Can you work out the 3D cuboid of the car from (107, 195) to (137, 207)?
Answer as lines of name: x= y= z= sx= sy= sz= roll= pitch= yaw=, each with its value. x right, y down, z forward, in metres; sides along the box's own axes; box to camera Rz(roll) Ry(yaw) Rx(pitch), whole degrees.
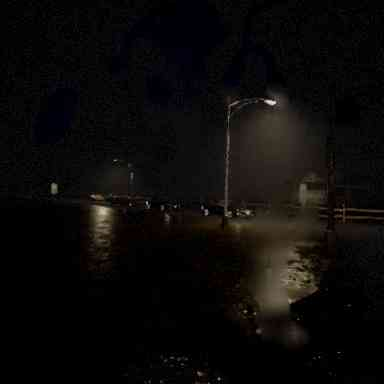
car: x=-8.801 y=1.188 z=42.717 sx=1.895 sy=1.301 sz=4.718 roll=2 pitch=-1 yaw=-35

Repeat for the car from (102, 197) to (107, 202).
car: x=-12.316 y=1.160 z=54.031 sx=2.033 sy=1.411 sz=5.357 roll=2 pitch=-1 yaw=-35

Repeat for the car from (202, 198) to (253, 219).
car: x=2.733 y=1.307 z=26.465 sx=1.837 sy=1.490 sz=4.892 roll=2 pitch=-1 yaw=-35

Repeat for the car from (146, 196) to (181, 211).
car: x=-3.027 y=1.191 z=34.576 sx=1.837 sy=1.490 sz=4.892 roll=2 pitch=-1 yaw=-35

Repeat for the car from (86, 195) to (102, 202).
car: x=-18.314 y=1.147 z=62.400 sx=1.895 sy=1.301 sz=4.718 roll=2 pitch=-1 yaw=-35
